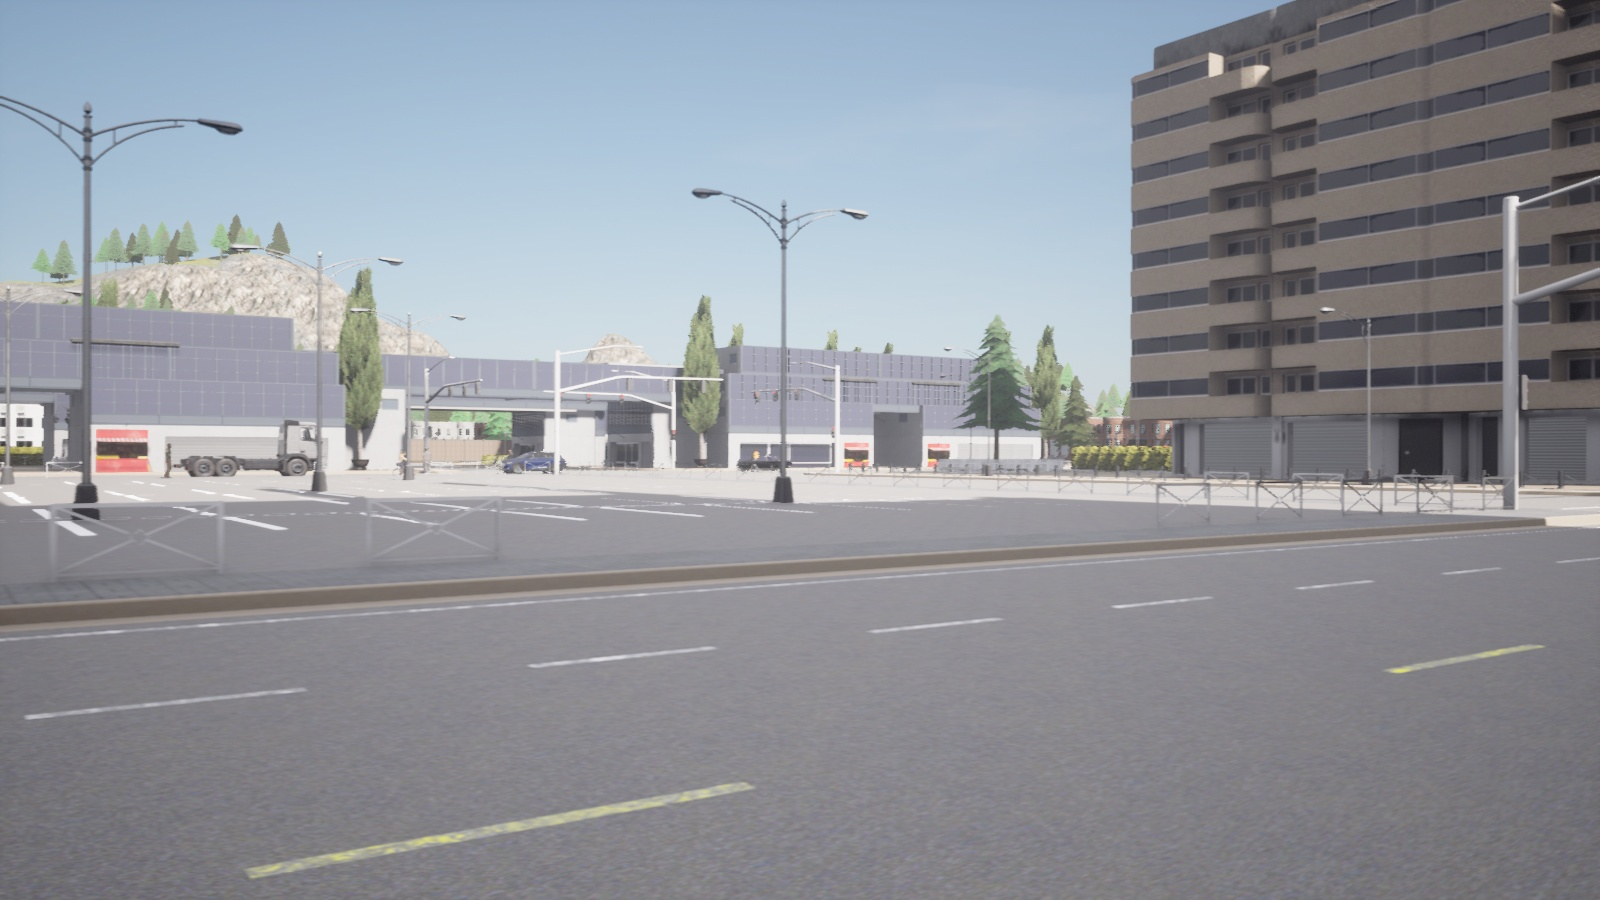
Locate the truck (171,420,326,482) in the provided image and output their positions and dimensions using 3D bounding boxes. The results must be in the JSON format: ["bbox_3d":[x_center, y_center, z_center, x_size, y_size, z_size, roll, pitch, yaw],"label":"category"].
[{"bbox_3d":[-32.225,0.067,73.547,7.936,3.462,2.891,0,0,-33],"label":"truck"}]

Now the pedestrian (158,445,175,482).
[{"bbox_3d":[-32.823,0.686,65.065,0.692,1.930,0.395,0,0,-15],"label":"pedestrian"}]

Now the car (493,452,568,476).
[{"bbox_3d":[-19.435,0.994,90.565,4.856,1.649,2.033,0,0,-35],"label":"car"}]
